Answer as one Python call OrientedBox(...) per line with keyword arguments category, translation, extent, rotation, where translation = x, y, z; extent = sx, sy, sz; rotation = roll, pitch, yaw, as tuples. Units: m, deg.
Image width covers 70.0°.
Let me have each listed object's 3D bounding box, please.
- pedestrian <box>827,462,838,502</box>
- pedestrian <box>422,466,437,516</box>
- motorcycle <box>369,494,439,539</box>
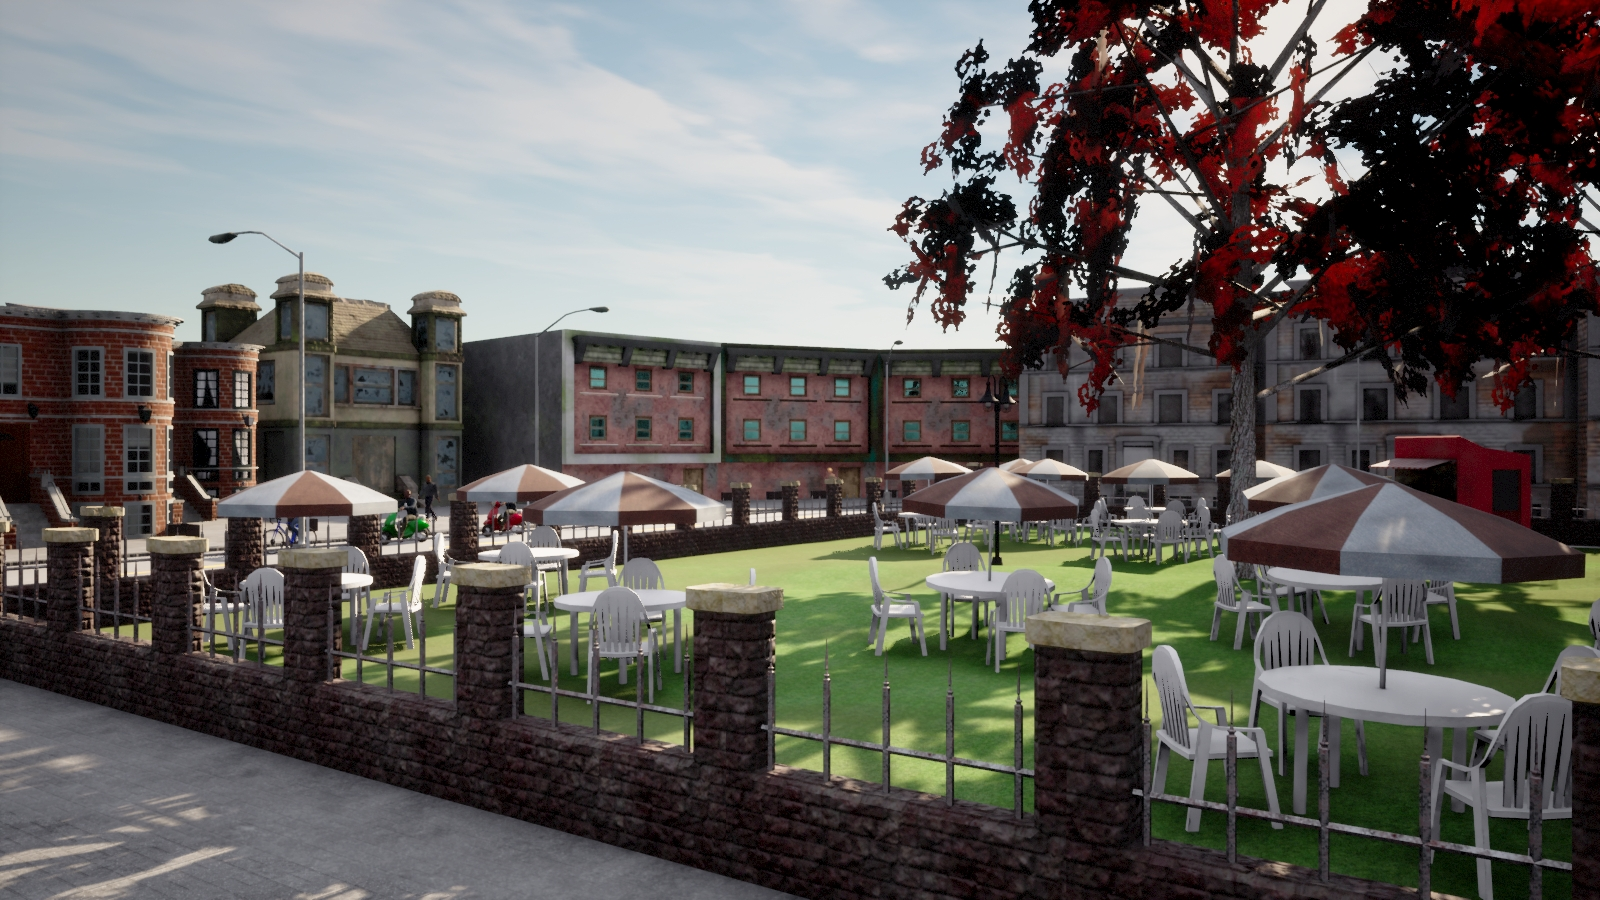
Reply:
OrientedBox(category="pedestrian", translation=(1.554, 1.513, 54.435), extent=(0.375, 1.860, 0.375), rotation=(0, 0, -37))
OrientedBox(category="pedestrian", translation=(-13.685, 1.514, 42.227), extent=(0.375, 1.860, 0.375), rotation=(0, 0, 16))
OrientedBox(category="motorcycle", translation=(-11.759, 1.950, 33.969), extent=(0.856, 1.236, 1.805), rotation=(0, 0, 35))
